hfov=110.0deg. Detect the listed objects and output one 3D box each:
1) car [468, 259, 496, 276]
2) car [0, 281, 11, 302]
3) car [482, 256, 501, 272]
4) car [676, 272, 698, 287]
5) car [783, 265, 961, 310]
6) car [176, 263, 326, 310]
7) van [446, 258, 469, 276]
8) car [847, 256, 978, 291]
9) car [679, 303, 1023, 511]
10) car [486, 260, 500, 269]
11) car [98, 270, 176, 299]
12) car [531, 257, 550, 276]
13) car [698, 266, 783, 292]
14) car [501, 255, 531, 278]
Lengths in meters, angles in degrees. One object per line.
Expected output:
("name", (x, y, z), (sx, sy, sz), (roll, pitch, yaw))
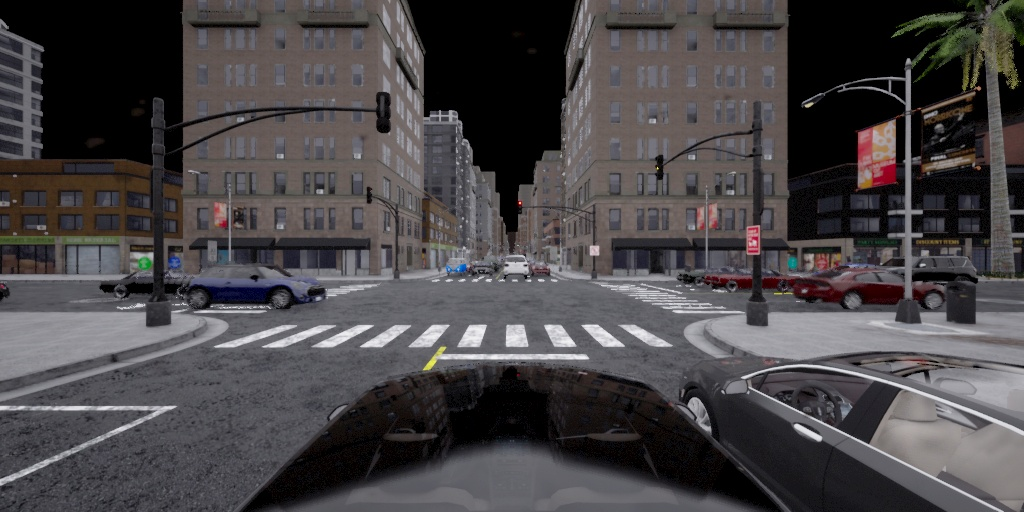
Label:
("car", (-2.945, 1.315, 36.572), (1.994, 1.385, 4.181), (0, 0, 0))
("car", (-22.997, 1.211, 14.090), (4.902, 1.511, 2.128), (0, 0, 0))
("car", (-2.896, 0.974, 45.880), (2.150, 2.045, 5.566), (0, 0, 0))
("car", (13.739, 1.365, 24.223), (4.718, 1.301, 1.895), (0, 0, 0))
("car", (14.104, 1.255, 14.275), (5.008, 1.535, 1.882), (0, 0, 0))
("car", (-9.899, 1.091, 14.155), (4.553, 1.767, 2.097), (0, 0, 0))
("van", (-5.700, 1.092, 36.934), (1.690, 1.789, 3.998), (0, 0, 0))
("car", (23.611, 1.006, 21.022), (5.566, 2.045, 2.150), (0, 0, 0))
("car", (2.669, 1.300, 2.246), (2.007, 1.370, 4.403), (0, 0, 0))
("car", (-2.847, 1.353, 55.671), (1.895, 1.301, 4.718), (0, 0, 0))
("car", (-16.669, 1.326, 17.378), (4.718, 1.301, 1.895), (0, 0, -1))
("car", (2.825, 1.191, 36.895), (1.967, 1.591, 4.097), (0, 0, 0))
("car", (13.857, 1.369, 20.974), (4.718, 1.301, 1.895), (0, 0, 0))
("car", (0.332, 0.972, 33.458), (2.150, 2.045, 5.566), (0, 0, 0))
